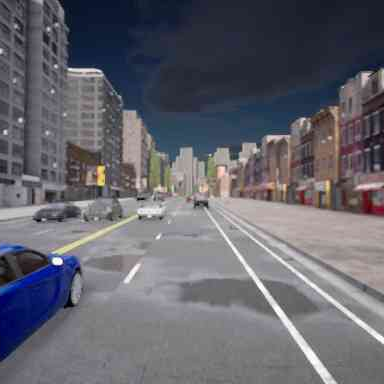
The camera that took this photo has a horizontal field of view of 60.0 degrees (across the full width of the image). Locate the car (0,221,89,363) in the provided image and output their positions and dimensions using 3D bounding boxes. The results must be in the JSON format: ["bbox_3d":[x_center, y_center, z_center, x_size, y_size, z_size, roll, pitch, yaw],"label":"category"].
[{"bbox_3d":[-3.151,1.466,4.820,1.882,1.535,5.008,0,0,0],"label":"car"}]

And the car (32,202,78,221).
[{"bbox_3d":[-9.842,1.445,24.781,2.033,1.411,5.357,0,0,0],"label":"car"}]

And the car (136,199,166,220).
[{"bbox_3d":[-3.144,1.488,26.886,1.895,1.301,4.718,0,0,0],"label":"car"}]

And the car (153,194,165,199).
[{"bbox_3d":[-6.494,1.112,65.639,1.882,1.535,5.008,0,0,0],"label":"car"}]

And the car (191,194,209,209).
[{"bbox_3d":[1.146,1.284,41.677,1.882,1.535,5.008,0,0,0],"label":"car"}]

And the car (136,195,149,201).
[{"bbox_3d":[-9.742,1.235,65.618,1.895,1.301,4.718,0,0,0],"label":"car"}]

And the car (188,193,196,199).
[{"bbox_3d":[0.017,0.964,79.881,1.994,1.385,4.181,0,0,0],"label":"car"}]

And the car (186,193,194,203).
[{"bbox_3d":[0.013,1.042,60.388,2.097,1.767,4.553,0,0,0],"label":"car"}]

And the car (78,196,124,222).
[{"bbox_3d":[-6.589,1.248,25.122,2.097,1.767,4.553,0,0,0],"label":"car"}]
